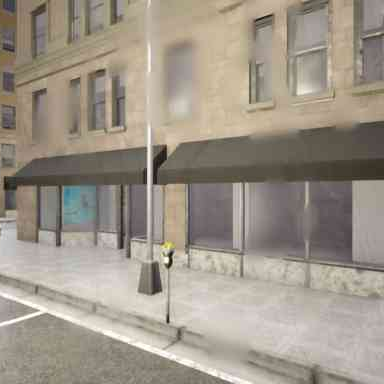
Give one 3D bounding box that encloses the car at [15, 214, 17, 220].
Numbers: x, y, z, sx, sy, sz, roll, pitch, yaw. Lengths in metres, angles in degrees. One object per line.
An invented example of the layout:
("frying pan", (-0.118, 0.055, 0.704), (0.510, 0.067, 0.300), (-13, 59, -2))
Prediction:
("car", (-10.984, 1.636, 26.432), (2.033, 1.411, 5.357), (0, 0, 36))
